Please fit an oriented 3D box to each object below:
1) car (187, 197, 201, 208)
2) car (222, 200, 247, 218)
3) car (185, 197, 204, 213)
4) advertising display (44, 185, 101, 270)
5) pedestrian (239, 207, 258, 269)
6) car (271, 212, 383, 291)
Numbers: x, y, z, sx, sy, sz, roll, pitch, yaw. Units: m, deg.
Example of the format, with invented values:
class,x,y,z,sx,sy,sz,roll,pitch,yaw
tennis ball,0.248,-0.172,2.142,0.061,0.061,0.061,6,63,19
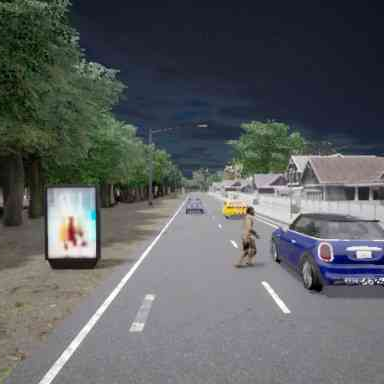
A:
class,x,y,z,sx,sy,sz,roll,pitch,yaw
car,0.288,1.441,47.170,1.994,1.385,4.181,0,0,1
car,3.736,1.442,29.617,1.882,1.535,5.008,0,0,0
car,0.265,1.485,36.106,2.033,1.411,5.357,0,0,0
advertising display,-3.466,1.023,9.698,1.540,2.440,0.280,-1,1,0
pedestrian,1.644,1.292,9.664,0.375,1.860,0.375,1,1,10
car,3.642,1.349,9.149,2.097,1.767,4.553,0,0,0
